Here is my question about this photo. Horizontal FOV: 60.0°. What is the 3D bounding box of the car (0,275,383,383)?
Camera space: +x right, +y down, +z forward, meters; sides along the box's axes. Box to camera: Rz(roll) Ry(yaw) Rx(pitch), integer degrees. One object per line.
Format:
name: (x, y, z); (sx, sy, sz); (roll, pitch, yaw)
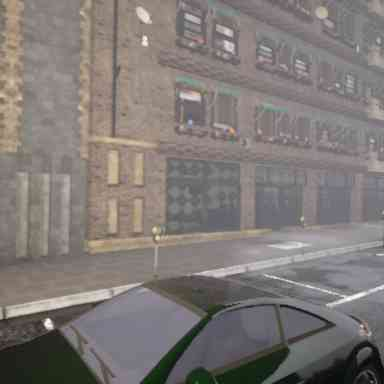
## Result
car: (-0.116, 1.564, 2.983); (4.181, 1.385, 1.994); (0, 0, -35)
